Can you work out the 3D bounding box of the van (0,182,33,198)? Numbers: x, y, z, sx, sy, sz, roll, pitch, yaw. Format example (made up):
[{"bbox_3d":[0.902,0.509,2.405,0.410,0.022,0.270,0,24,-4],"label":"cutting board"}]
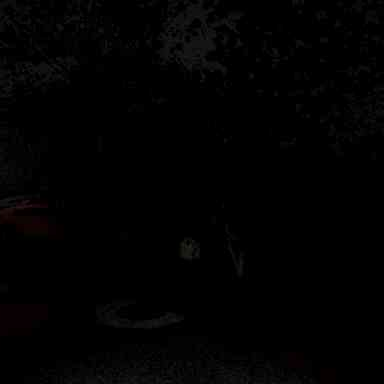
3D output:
[{"bbox_3d":[-24.666,-0.277,46.306,4.442,1.987,1.878,1,1,-30],"label":"van"}]

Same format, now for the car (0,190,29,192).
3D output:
[{"bbox_3d":[-12.482,0.872,24.593,5.366,1.575,1.946,1,2,-30],"label":"car"}]

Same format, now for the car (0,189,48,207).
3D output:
[{"bbox_3d":[-16.498,0.569,31.862,4.792,1.488,2.163,1,2,-30],"label":"car"}]

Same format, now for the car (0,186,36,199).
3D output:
[{"bbox_3d":[-23.385,0.035,43.858,5.008,1.535,2.097,1,1,-30],"label":"car"}]

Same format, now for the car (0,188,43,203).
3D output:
[{"bbox_3d":[-19.279,0.347,36.793,4.792,1.488,2.163,1,2,-30],"label":"car"}]

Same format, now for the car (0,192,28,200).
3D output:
[{"bbox_3d":[-8.201,1.086,17.614,4.553,1.767,2.185,1,2,-30],"label":"car"}]

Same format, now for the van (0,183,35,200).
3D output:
[{"bbox_3d":[-22.084,-0.100,41.385,4.442,1.987,1.878,1,1,-30],"label":"van"}]

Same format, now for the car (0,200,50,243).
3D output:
[{"bbox_3d":[-6.852,1.323,15.201,5.008,1.535,2.097,1,2,-30],"label":"car"}]

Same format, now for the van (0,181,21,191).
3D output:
[{"bbox_3d":[-39.960,-1.256,72.790,4.442,1.987,1.878,1,1,-30],"label":"van"}]

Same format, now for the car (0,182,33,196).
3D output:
[{"bbox_3d":[-27.560,-0.482,51.028,5.566,2.045,2.435,1,1,-30],"label":"car"}]

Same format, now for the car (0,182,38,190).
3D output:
[{"bbox_3d":[-15.056,0.402,29.487,5.566,2.045,2.435,1,2,-30],"label":"car"}]

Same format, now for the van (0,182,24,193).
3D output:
[{"bbox_3d":[-34.421,-0.902,63.199,4.442,1.987,1.878,1,1,-30],"label":"van"}]

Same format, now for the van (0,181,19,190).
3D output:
[{"bbox_3d":[-42.935,-1.438,77.475,4.442,1.987,1.878,1,1,-30],"label":"van"}]

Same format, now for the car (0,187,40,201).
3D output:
[{"bbox_3d":[-20.598,0.251,39.077,4.792,1.488,2.163,1,1,-30],"label":"car"}]

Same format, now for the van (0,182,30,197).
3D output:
[{"bbox_3d":[-26.253,-0.370,48.587,4.442,1.987,1.878,1,1,-30],"label":"van"}]
